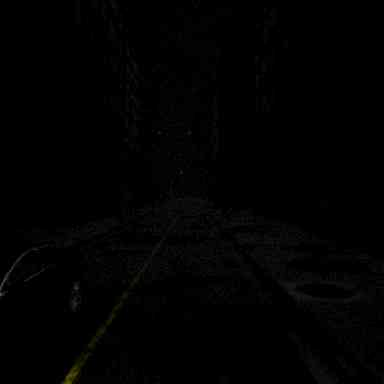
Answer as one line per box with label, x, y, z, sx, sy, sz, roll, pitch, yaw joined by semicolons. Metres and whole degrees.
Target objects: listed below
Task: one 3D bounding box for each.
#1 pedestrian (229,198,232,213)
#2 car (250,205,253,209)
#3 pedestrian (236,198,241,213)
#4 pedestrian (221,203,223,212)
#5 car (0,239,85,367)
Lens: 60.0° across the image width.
pedestrian;4.625;1.577;39.739;0.375;1.860;0.375;0;0;0
car;11.646;2.261;54.531;4.206;1.307;1.802;1;-1;0
pedestrian;5.625;1.606;40.339;0.375;1.860;0.375;0;0;0
pedestrian;3.625;1.960;40.937;0.500;1.100;0.500;0;0;0
car;-3.102;1.548;4.956;2.128;1.511;4.902;0;-1;0
